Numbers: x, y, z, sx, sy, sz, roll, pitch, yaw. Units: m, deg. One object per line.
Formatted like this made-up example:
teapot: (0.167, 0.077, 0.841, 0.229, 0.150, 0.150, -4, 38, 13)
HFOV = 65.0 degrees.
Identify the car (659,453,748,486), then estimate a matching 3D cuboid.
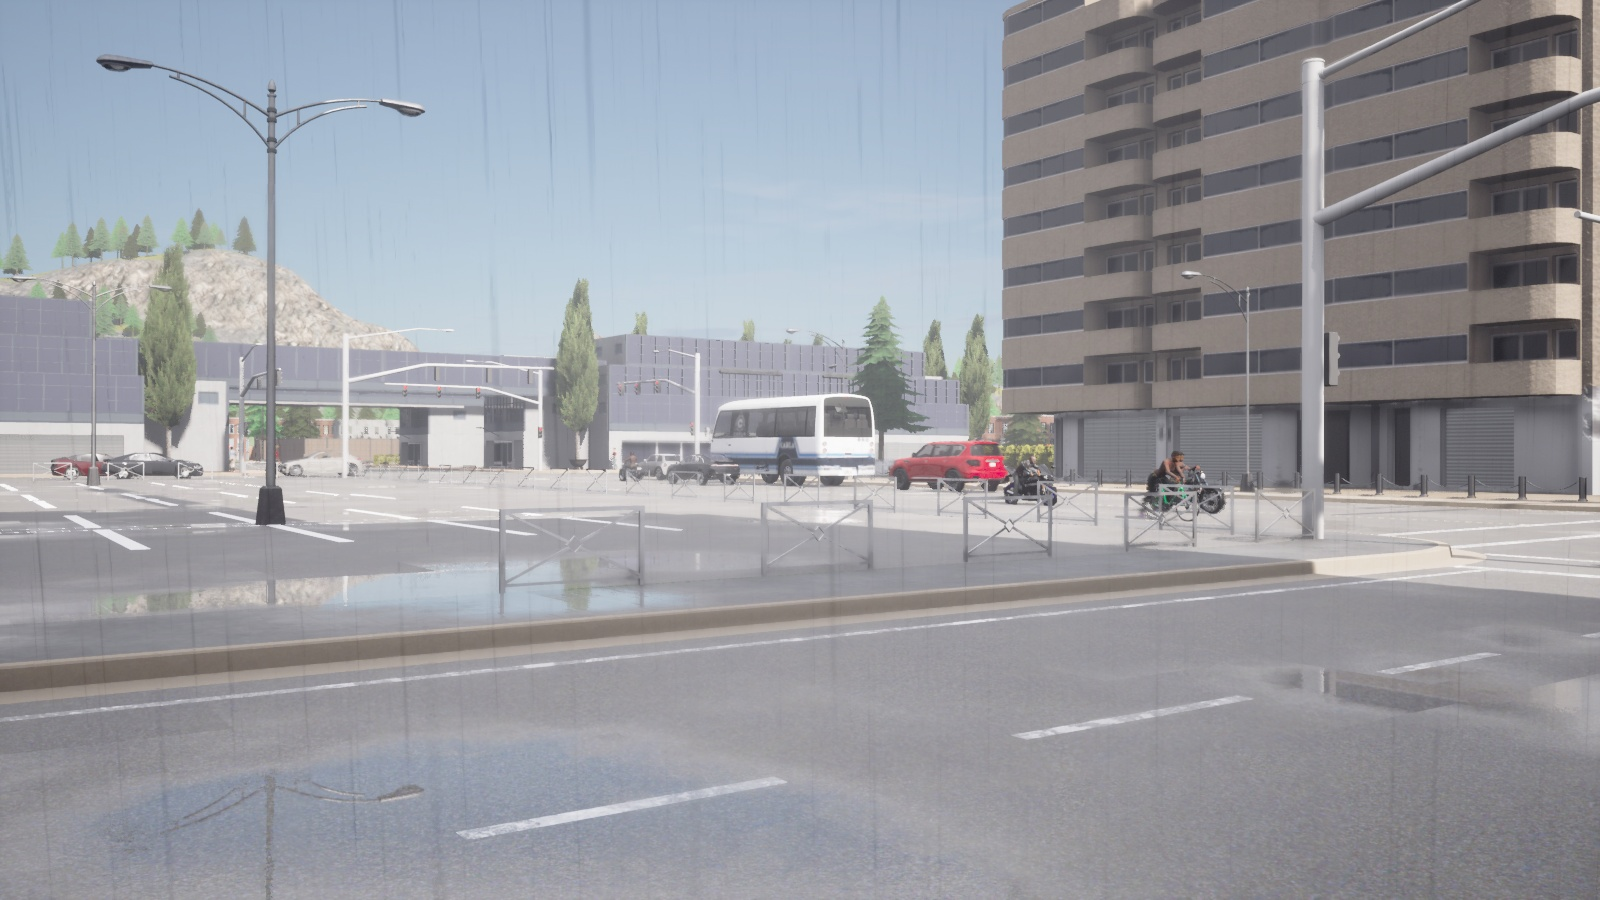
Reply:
car: (-4.736, 0.915, 60.790, 2.128, 1.511, 4.902, 0, 0, -34)

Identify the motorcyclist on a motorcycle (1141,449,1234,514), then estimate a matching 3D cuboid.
motorcyclist on a motorcycle: (10.174, 0.810, 33.051, 0.766, 1.649, 2.350, 0, 0, -35)

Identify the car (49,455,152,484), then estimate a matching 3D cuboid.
car: (-38.436, 1.050, 69.001, 4.792, 1.488, 2.163, 0, 0, -33)

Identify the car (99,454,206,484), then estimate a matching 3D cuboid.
car: (-34.676, 0.995, 67.294, 4.902, 1.511, 2.128, 0, 0, -34)

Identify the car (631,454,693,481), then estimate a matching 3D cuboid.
car: (-7.896, 0.957, 71.525, 1.970, 1.475, 3.806, 0, 0, -34)

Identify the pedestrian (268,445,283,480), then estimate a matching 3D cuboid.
pedestrian: (-27.922, 0.682, 66.849, 0.636, 1.846, 0.331, 0, 0, -34)

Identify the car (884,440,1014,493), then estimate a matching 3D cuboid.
car: (6.019, 0.633, 51.384, 2.150, 2.045, 5.566, 0, 0, -35)

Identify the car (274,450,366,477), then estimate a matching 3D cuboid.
car: (-30.125, 0.836, 78.846, 5.027, 1.651, 2.152, 0, 0, -35)

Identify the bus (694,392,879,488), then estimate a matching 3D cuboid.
bus: (-0.890, -0.424, 61.381, 3.944, 4.253, 10.273, 0, 0, -35)

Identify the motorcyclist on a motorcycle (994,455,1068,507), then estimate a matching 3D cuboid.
motorcyclist on a motorcycle: (6.925, 0.913, 37.755, 0.866, 1.530, 2.191, 0, 0, -35)

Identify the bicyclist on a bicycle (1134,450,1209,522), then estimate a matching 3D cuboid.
bicyclist on a bicycle: (8.610, 0.806, 29.157, 0.582, 1.620, 1.656, 0, 0, -35)

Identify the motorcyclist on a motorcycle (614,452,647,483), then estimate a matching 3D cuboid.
motorcyclist on a motorcycle: (-9.068, 0.934, 67.065, 0.766, 1.649, 2.350, 0, 0, -35)
